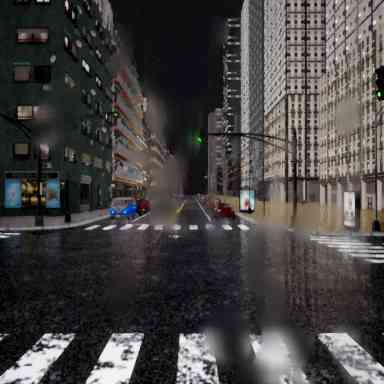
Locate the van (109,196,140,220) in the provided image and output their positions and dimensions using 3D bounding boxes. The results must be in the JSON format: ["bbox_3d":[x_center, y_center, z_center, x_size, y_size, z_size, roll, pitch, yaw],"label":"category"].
[{"bbox_3d":[-5.731,1.350,27.880,1.690,1.788,3.998,0,0,0],"label":"van"}]

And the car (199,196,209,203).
[{"bbox_3d":[2.569,1.588,72.115,1.887,1.381,4.507,0,0,0],"label":"car"}]

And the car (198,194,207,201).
[{"bbox_3d":[2.551,1.371,83.170,2.192,1.841,5.009,0,0,0],"label":"car"}]

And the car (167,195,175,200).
[{"bbox_3d":[-5.851,1.637,94.211,1.947,1.339,4.313,0,0,0],"label":"car"}]

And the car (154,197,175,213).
[{"bbox_3d":[-3.066,1.580,37.563,1.994,1.385,4.181,0,0,0],"label":"car"}]

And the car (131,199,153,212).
[{"bbox_3d":[-5.753,1.559,38.935,1.887,1.381,4.507,0,0,0],"label":"car"}]

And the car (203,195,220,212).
[{"bbox_3d":[2.629,1.454,38.949,1.967,1.590,4.097,0,0,0],"label":"car"}]

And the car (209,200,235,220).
[{"bbox_3d":[2.648,1.591,27.893,1.802,1.307,4.206,0,0,0],"label":"car"}]

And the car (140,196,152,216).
[{"bbox_3d":[-5.741,1.326,33.407,2.192,1.841,5.009,0,0,0],"label":"car"}]

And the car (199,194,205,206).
[{"bbox_3d":[2.599,1.466,55.532,1.967,1.590,4.097,0,0,0],"label":"car"}]

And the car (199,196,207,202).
[{"bbox_3d":[2.559,1.631,77.642,1.802,1.307,4.206,0,0,0],"label":"car"}]

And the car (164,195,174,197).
[{"bbox_3d":[-5.821,1.489,77.628,1.967,1.590,4.097,0,0,0],"label":"car"}]
